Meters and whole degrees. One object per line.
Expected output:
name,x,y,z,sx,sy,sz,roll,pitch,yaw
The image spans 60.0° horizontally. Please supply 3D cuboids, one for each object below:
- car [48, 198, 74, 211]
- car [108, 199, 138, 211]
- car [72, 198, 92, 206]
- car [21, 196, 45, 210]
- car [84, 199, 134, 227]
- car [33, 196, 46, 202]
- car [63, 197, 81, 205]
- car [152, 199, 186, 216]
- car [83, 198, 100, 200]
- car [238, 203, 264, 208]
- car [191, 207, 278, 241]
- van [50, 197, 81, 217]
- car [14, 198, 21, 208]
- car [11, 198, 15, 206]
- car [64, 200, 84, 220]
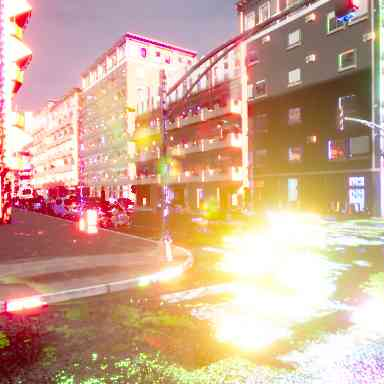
car,-17.706,1.628,44.796,2.128,1.511,4.902,-1,0,-35
car,-8.827,1.581,42.287,2.008,1.369,4.403,-1,1,-36
car,-18.531,1.643,55.759,1.947,1.339,4.313,-1,1,-36
car,-22.097,1.627,46.370,1.967,1.590,4.097,-1,1,-36
car,-5.924,1.552,23.919,1.967,1.590,4.097,-1,1,-36
car,-37.939,1.727,82.703,1.887,1.381,4.507,-1,1,-36
car,-21.766,1.645,60.250,2.008,1.369,4.403,-1,1,-36
car,-2.359,1.441,33.305,1.967,1.590,4.097,-1,1,-36
car,-8.694,1.643,32.198,2.033,1.411,5.357,-1,0,-36
car,4.012,1.498,24.464,1.752,1.417,4.829,-1,1,-36
car,2.006,1.649,17.347,1.895,1.301,4.718,-1,0,-36
van,-12.394,1.482,32.898,1.690,1.788,3.998,-1,1,-36
car,-25.330,1.769,50.862,1.947,1.339,4.313,-1,1,-36
car,-31.800,1.782,59.843,1.887,1.381,4.507,-1,1,-36
car,-9.058,1.652,28.271,1.752,1.417,4.829,-1,1,-36
